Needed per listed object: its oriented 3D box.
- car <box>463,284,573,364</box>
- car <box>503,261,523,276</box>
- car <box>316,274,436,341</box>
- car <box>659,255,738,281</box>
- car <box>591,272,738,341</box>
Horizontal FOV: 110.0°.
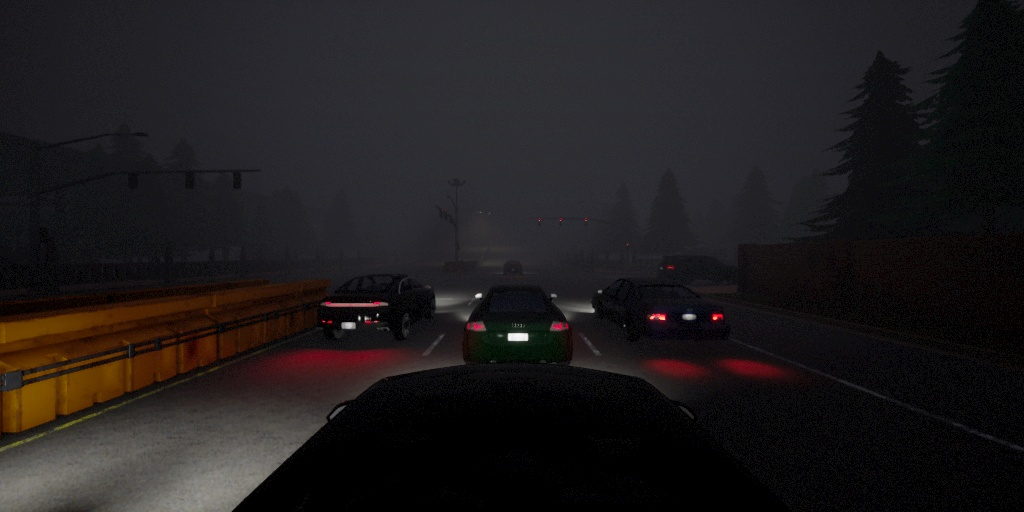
[{"bbox_3d":[0.099,1.311,7.936,1.994,1.385,4.181,0,0,0],"label":"car"},{"bbox_3d":[0.100,1.209,37.734,1.882,1.535,5.008,0,0,0],"label":"car"},{"bbox_3d":[-3.400,1.237,9.887,2.128,1.511,4.902,0,0,0],"label":"car"},{"bbox_3d":[13.225,0.959,25.204,5.566,2.045,2.150,0,-1,0],"label":"car"},{"bbox_3d":[3.600,1.292,9.794,2.033,1.411,5.357,0,0,0],"label":"car"}]
